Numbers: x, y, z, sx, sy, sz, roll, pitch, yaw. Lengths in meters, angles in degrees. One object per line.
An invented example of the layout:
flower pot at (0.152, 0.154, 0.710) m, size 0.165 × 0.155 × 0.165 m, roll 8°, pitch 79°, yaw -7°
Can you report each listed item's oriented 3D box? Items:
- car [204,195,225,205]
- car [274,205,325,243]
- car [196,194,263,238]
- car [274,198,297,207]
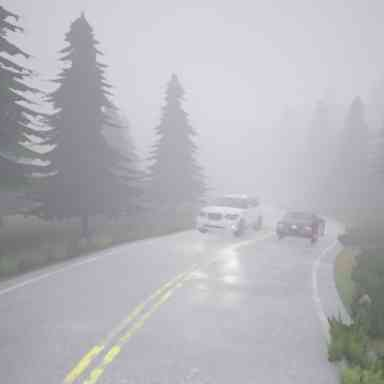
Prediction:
car at (3.881, 1.393, 58.758) m, size 1.882 × 1.535 × 5.008 m, roll -1°, pitch 1°, yaw -19°
car at (5.775, 1.660, 17.380) m, size 2.033 × 1.411 × 5.357 m, roll 3°, pitch 1°, yaw 27°
car at (2.233, 1.136, 17.871) m, size 2.150 × 2.045 × 5.566 m, roll 4°, pitch 1°, yaw 27°
car at (11.205, 1.512, 40.039) m, size 2.128 × 1.511 × 4.902 m, roll 0°, pitch 0°, yaw 0°
